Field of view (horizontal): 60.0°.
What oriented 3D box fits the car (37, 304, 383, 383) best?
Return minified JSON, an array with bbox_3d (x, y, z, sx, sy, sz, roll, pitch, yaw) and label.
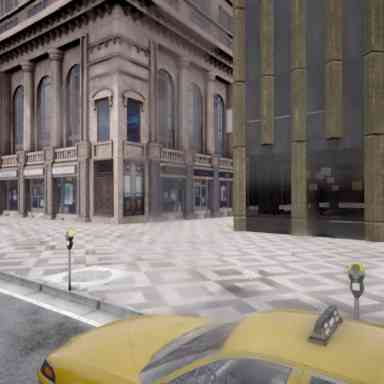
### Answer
[{"bbox_3d":[0.718,1.525,2.462,4.829,1.417,1.752,0,0,36],"label":"car"}]
